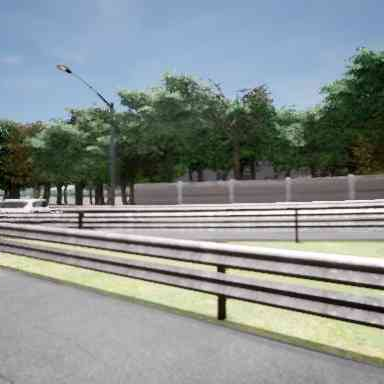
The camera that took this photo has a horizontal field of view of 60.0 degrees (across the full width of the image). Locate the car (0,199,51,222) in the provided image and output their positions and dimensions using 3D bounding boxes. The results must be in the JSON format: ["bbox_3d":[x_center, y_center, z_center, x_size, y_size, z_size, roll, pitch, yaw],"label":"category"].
[{"bbox_3d":[-13.110,1.553,24.261,5.566,2.045,2.150,0,-1,12],"label":"car"}]
